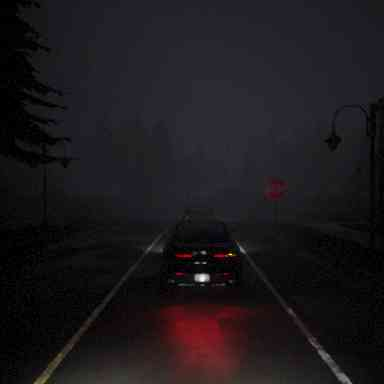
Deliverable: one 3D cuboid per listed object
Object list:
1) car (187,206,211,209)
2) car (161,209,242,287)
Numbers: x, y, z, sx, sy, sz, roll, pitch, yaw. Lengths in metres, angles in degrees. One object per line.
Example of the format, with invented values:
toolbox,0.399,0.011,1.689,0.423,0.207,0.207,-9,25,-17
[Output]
car,0.467,1.493,20.856,1.895,1.301,4.718,0,0,3
car,0.231,1.454,9.134,1.837,1.490,4.892,0,1,1
